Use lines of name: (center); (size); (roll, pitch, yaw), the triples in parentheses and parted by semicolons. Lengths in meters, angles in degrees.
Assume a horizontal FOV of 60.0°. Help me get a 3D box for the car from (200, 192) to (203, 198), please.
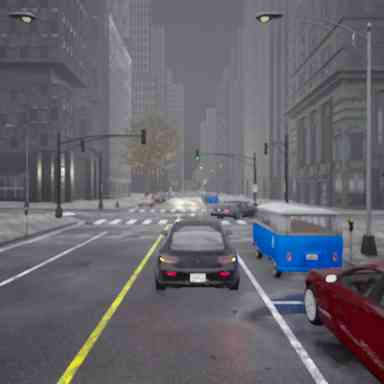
car: (2.860, 1.072, 58.398); (1.887, 1.381, 4.507); (0, 0, 0)

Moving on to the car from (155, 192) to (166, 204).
car: (-5.674, 1.115, 52.768); (1.887, 1.381, 4.507); (0, 0, 0)

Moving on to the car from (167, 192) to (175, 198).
car: (-5.614, 0.825, 89.620); (1.752, 1.417, 4.829); (0, 0, 0)

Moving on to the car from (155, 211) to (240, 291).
car: (0.120, 1.451, 8.661); (1.812, 1.442, 4.674); (0, 1, 0)

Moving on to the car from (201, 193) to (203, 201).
car: (2.851, 1.134, 52.985); (1.947, 1.339, 4.313); (0, 0, 0)

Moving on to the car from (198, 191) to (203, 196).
car: (2.878, 0.997, 69.224); (2.008, 1.369, 4.403); (0, 0, 0)

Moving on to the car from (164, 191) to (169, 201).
car: (-5.665, 0.845, 58.055); (2.192, 1.841, 5.009); (0, 0, 0)

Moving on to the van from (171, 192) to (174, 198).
van: (-5.639, 0.753, 73.922); (1.690, 1.788, 3.998); (0, 0, 0)

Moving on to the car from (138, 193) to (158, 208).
car: (-5.697, 1.179, 42.018); (1.752, 1.417, 4.829); (0, 0, 0)

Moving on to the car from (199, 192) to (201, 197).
car: (2.869, 1.068, 63.812); (1.802, 1.307, 4.206); (0, 0, 0)

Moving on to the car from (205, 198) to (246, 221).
car: (3.791, 1.405, 25.764); (5.357, 1.411, 2.033); (1, 0, -44)

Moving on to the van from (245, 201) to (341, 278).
van: (2.796, 1.258, 9.587); (1.690, 1.788, 3.998); (0, 0, 0)

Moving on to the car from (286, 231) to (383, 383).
car: (2.786, 1.509, 4.064); (1.887, 1.381, 4.507); (0, 0, 0)

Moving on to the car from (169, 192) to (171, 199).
car: (-5.657, 1.041, 63.346); (2.008, 1.369, 4.403); (0, 0, 0)

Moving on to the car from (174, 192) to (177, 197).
car: (-5.623, 0.902, 84.500); (1.947, 1.339, 4.313); (0, 0, 0)

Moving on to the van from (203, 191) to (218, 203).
van: (2.843, 0.951, 47.570); (1.690, 1.788, 3.998); (0, 0, 0)
